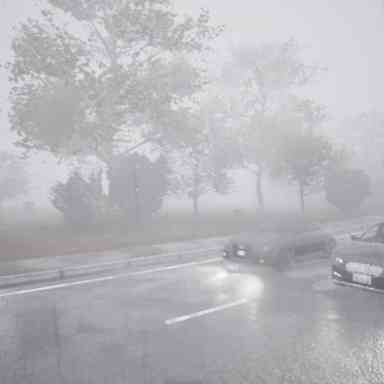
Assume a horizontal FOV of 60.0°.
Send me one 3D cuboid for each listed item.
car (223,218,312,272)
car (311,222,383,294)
[{"bbox_3d":[2.968,1.582,10.913,4.181,1.385,1.994,0,0,-40],"label":"car"},{"bbox_3d":[5.355,1.502,8.333,4.902,1.511,2.128,0,0,-39],"label":"car"}]
